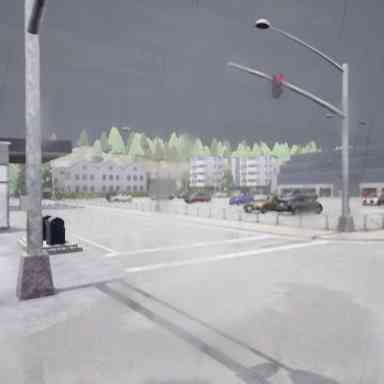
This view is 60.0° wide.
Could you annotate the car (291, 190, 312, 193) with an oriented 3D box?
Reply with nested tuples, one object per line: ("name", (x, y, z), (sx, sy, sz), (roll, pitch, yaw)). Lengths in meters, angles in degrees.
("car", (19.808, 0.550, 57.625), (4.605, 1.855, 1.932), (-1, 0, -35))

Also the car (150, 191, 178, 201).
("car", (-5.539, 0.742, 63.017), (4.605, 1.855, 1.932), (-1, 0, -35))

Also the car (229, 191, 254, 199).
("car", (10.549, 0.607, 70.310), (5.027, 1.636, 2.152), (-1, 0, -35))

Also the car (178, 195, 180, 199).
("car", (-1.243, 0.831, 74.418), (4.514, 1.523, 2.007), (-1, 0, -35))

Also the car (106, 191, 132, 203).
("car", (-12.492, 1.099, 58.170), (3.806, 1.475, 1.970), (-1, 0, -35))

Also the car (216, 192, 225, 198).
("car", (6.637, 0.688, 75.408), (3.806, 1.475, 1.970), (-1, 0, -35))

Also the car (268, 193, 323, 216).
("car", (8.840, 1.084, 27.457), (4.514, 1.523, 2.007), (-1, 0, -35))

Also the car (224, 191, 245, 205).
("car", (6.598, 0.977, 44.116), (3.633, 1.501, 1.845), (-1, 0, -35))

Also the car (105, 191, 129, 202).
("car", (-13.881, 0.808, 61.251), (3.866, 1.878, 1.905), (-1, 0, -35))

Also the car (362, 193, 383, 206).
("car", (22.457, 0.923, 40.492), (3.806, 1.475, 1.970), (-1, 0, -35))

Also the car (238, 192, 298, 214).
("car", (7.014, 1.075, 30.008), (5.027, 1.636, 2.152), (-1, 0, -35))

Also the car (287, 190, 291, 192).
("car", (17.818, 0.533, 59.781), (3.866, 1.878, 1.905), (-1, 0, -35))

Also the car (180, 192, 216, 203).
("car", (0.955, 0.953, 52.363), (4.514, 1.523, 2.007), (-1, 0, -35))
